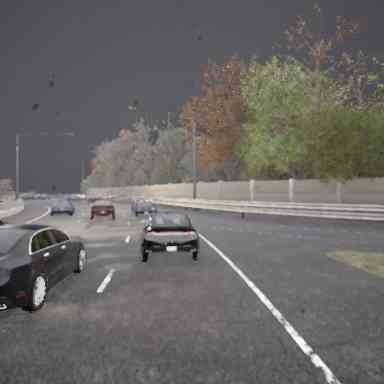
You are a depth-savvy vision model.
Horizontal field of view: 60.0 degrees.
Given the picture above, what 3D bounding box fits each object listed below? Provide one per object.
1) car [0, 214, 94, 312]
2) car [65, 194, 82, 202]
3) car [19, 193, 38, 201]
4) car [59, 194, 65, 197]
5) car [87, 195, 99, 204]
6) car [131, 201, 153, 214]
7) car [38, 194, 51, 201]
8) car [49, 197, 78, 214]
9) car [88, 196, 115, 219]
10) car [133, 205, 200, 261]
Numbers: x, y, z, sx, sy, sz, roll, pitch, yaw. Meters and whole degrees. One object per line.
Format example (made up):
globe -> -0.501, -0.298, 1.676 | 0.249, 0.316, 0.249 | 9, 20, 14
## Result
car -> -3.848, 1.486, 7.598 | 1.837, 1.490, 4.892 | 0, 0, -3
car -> -24.821, 1.397, 70.280 | 1.895, 1.301, 4.718 | 0, 0, -33
car -> -35.528, 0.999, 71.537 | 4.553, 1.767, 2.097 | 0, 0, 45
car -> -28.515, 1.200, 76.068 | 1.895, 1.301, 4.718 | 0, 0, -30
car -> -17.082, 1.302, 58.500 | 1.882, 1.535, 5.008 | 0, 0, -31
car -> -4.528, 1.495, 30.504 | 1.895, 1.301, 4.718 | 0, 0, -16
car -> -32.974, 1.151, 73.928 | 4.674, 1.442, 1.812 | 0, 0, 45
car -> -12.251, 1.477, 31.712 | 1.994, 1.385, 4.181 | 0, 0, -18
car -> -7.564, 1.390, 28.205 | 1.882, 1.535, 5.008 | 0, 0, -16
car -> -0.890, 1.446, 12.185 | 2.128, 1.511, 4.902 | 0, 0, -7
